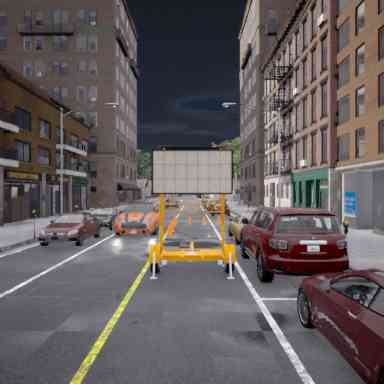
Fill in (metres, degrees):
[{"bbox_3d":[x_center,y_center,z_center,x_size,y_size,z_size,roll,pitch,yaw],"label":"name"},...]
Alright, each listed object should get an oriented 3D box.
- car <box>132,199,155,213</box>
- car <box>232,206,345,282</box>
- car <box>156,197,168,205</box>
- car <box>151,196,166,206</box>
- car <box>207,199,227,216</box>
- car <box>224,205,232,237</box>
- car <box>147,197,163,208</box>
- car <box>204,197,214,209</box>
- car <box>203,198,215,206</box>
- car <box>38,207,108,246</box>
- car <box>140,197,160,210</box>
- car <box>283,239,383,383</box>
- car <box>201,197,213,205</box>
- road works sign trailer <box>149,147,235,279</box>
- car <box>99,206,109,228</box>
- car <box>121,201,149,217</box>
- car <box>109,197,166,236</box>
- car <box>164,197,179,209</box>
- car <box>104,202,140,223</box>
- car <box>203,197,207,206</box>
[{"bbox_3d":[-5.358,1.553,37.219,2.008,1.369,4.403,0,0,0],"label":"car"},{"bbox_3d":[2.645,1.315,9.625,2.192,1.841,5.009,0,0,0],"label":"car"},{"bbox_3d":[-5.341,1.600,59.294,1.802,1.307,4.206,0,0,0],"label":"car"},{"bbox_3d":[-5.345,1.454,53.775,1.967,1.590,4.097,0,0,0],"label":"car"},{"bbox_3d":[2.663,1.583,31.698,1.802,1.307,4.206,0,0,0],"label":"car"},{"bbox_3d":[2.645,1.525,15.311,1.752,1.417,4.829,0,0,0],"label":"car"},{"bbox_3d":[-5.350,1.535,48.086,1.752,1.417,4.829,0,0,0],"label":"car"},{"bbox_3d":[2.667,1.584,37.216,1.802,1.307,4.206,0,0,0],"label":"car"},{"bbox_3d":[2.680,1.596,53.771,1.802,1.307,4.206,0,0,0],"label":"car"},{"bbox_3d":[-5.375,1.582,15.144,1.802,1.307,4.206,0,0,0],"label":"car"},{"bbox_3d":[-5.354,1.446,42.738,1.967,1.590,4.097,0,0,0],"label":"car"},{"bbox_3d":[2.641,1.582,4.107,1.802,1.307,4.206,0,0,0],"label":"car"},{"bbox_3d":[2.685,1.584,59.289,1.947,1.339,4.313,0,0,0],"label":"car"},{"bbox_3d":[0.008,0.464,9.995,2.380,3.560,2.880,0,0,0],"label":"road works sign trailer"},{"bbox_3d":[-5.371,1.551,20.663,2.008,1.369,4.403,0,0,0],"label":"car"},{"bbox_3d":[-5.362,1.567,31.701,1.947,1.339,4.313,0,0,0],"label":"car"},{"bbox_3d":[-2.833,1.352,18.372,2.097,1.767,4.553,0,0,0],"label":"car"},{"bbox_3d":[-2.712,1.512,45.315,1.837,1.490,4.892,0,0,0],"label":"car"},{"bbox_3d":[-5.367,1.545,26.182,1.887,1.381,4.507,0,0,0],"label":"car"},{"bbox_3d":[2.671,1.531,42.905,1.752,1.417,4.829,0,0,0],"label":"car"}]
